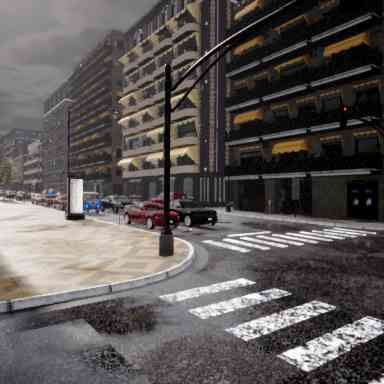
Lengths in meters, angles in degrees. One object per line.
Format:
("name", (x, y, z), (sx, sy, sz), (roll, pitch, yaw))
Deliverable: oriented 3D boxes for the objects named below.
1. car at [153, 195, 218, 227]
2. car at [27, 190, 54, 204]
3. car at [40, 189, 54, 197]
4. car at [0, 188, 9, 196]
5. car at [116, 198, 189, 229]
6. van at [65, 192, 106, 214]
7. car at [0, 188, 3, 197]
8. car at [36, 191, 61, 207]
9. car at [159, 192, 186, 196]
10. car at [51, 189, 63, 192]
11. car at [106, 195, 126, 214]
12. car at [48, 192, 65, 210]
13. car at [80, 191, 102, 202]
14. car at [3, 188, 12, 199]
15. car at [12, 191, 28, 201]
("car", (-0.412, 1.216, 20.728), (1.882, 1.535, 5.008), (1, 0, -35))
("car", (-18.975, 0.805, 41.793), (1.752, 1.417, 4.829), (2, 0, -36))
("car", (-32.318, 0.271, 74.291), (1.967, 1.590, 4.097), (2, 0, -36))
("car", (-42.413, -0.022, 73.913), (2.192, 1.841, 5.009), (2, 0, -36))
("car", (-2.401, 1.261, 19.085), (1.887, 1.381, 4.507), (2, 0, -36))
("van", (-9.064, 0.881, 28.223), (1.690, 1.788, 3.998), (2, 0, -36))
("car", (-39.085, 0.301, 69.344), (2.008, 1.369, 4.403), (2, 0, -36))
("car", (-15.740, 0.909, 37.361), (1.887, 1.381, 4.507), (2, 0, -36))
("car", (-2.300, 0.936, 33.170), (2.192, 1.841, 5.009), (2, 0, -36))
("car", (-25.751, 0.529, 65.291), (1.752, 1.417, 4.829), (2, 0, -36))
("car", (-6.521, 1.069, 29.107), (2.128, 1.511, 4.902), (1, 0, -36))
("car", (-12.405, 0.997, 32.793), (1.887, 1.381, 4.507), (2, 0, -36))
("car", (-15.643, 0.710, 51.446), (1.967, 1.590, 4.097), (2, 0, -36))
("car", (-32.415, 0.470, 60.206), (1.887, 1.381, 4.507), (2, 0, -36))
("car", (-25.742, 0.541, 51.068), (1.967, 1.590, 4.097), (2, 0, -36))
